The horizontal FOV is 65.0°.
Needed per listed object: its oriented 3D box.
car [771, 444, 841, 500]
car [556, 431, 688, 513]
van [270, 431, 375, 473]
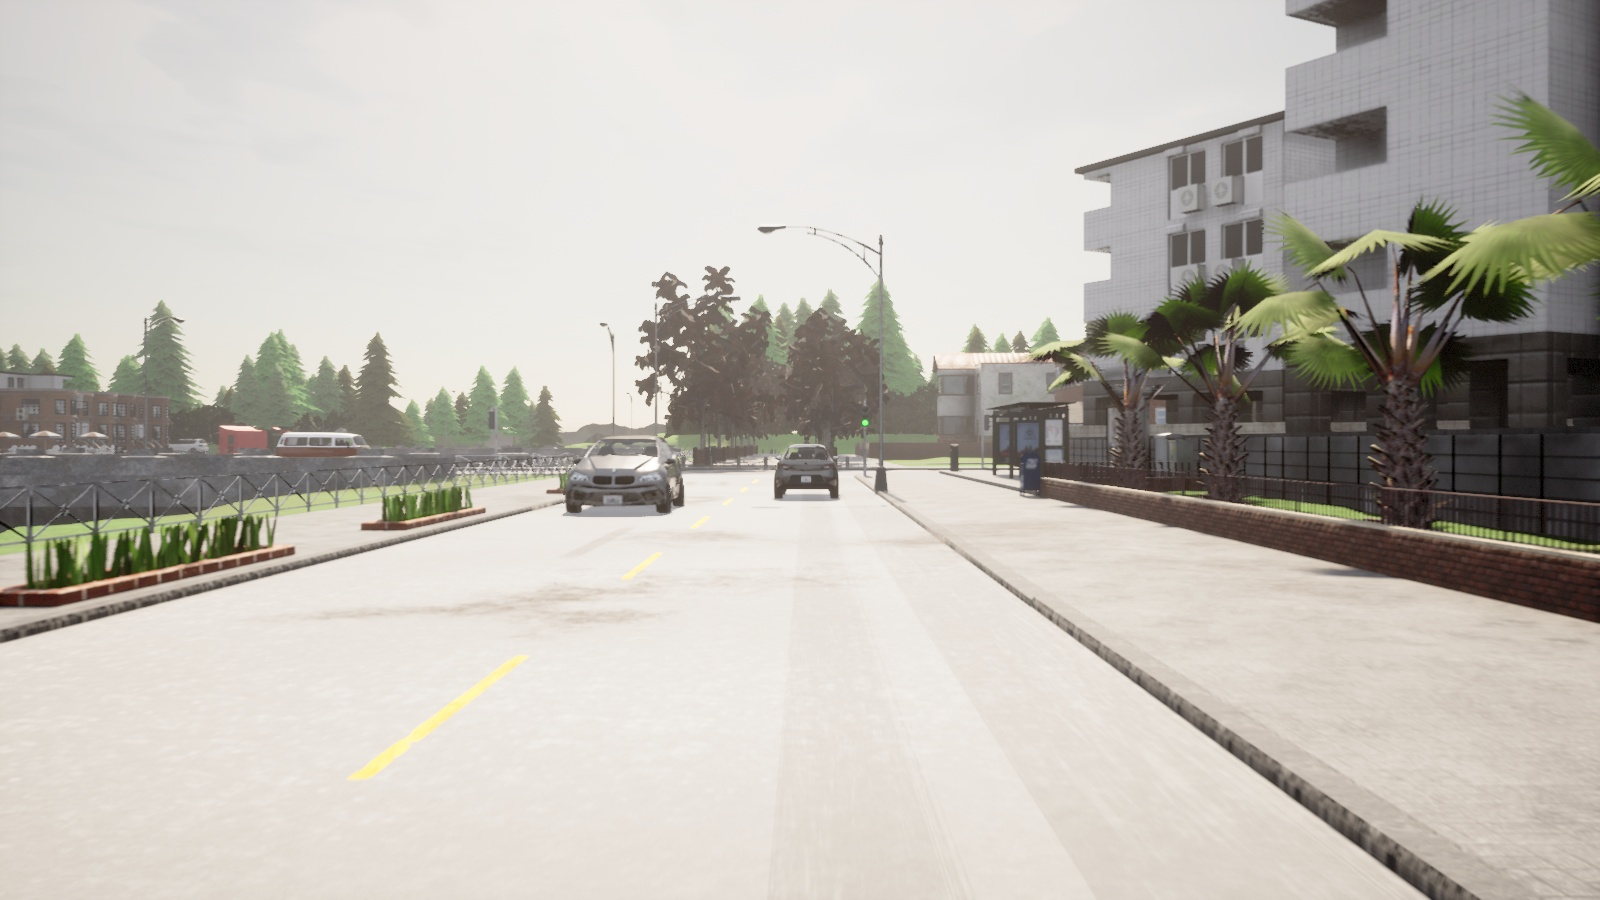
[{"bbox_3d":[0.198,0.564,34.852,1.816,1.474,4.193,0,0,1],"label":"car"},{"bbox_3d":[-3.826,0.431,27.878,2.242,1.667,4.611,0,0,0],"label":"car"},{"bbox_3d":[-23.815,0.097,62.755,4.480,2.038,2.069,0,0,0],"label":"van"}]
